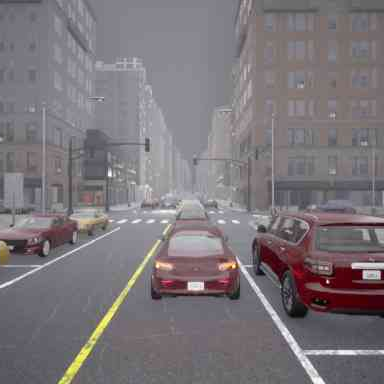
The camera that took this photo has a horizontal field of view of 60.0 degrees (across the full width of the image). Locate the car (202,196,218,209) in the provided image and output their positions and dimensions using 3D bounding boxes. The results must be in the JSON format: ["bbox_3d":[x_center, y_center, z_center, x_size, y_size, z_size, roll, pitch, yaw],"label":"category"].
[{"bbox_3d":[2.631,1.593,45.605,1.802,1.307,4.206,1,0,0],"label":"car"}]

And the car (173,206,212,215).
[{"bbox_3d":[0.046,1.605,17.468,1.895,1.301,4.718,0,0,0],"label":"car"}]

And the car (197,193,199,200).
[{"bbox_3d":[2.611,1.336,68.299,2.192,1.841,5.009,1,0,0],"label":"car"}]

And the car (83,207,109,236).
[{"bbox_3d":[-5.868,1.529,18.416,1.752,1.417,4.829,1,0,0],"label":"car"}]

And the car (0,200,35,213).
[{"bbox_3d":[-16.979,1.397,29.762,5.357,1.411,2.033,1,-1,0],"label":"car"}]

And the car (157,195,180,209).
[{"bbox_3d":[-3.129,1.503,45.517,2.128,1.511,4.902,0,0,1],"label":"car"}]

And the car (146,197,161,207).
[{"bbox_3d":[-5.900,1.558,51.279,1.887,1.381,4.507,1,0,0],"label":"car"}]

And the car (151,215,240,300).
[{"bbox_3d":[0.077,1.528,8.290,1.812,1.442,4.674,0,0,0],"label":"car"}]

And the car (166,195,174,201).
[{"bbox_3d":[-5.940,1.616,90.988,1.802,1.307,4.206,1,0,0],"label":"car"}]

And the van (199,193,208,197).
[{"bbox_3d":[2.616,1.359,62.626,1.690,1.788,3.998,1,0,0],"label":"van"}]

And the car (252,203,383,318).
[{"bbox_3d":[2.671,1.317,7.337,2.192,1.841,5.009,1,0,0],"label":"car"}]

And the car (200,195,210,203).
[{"bbox_3d":[2.625,1.595,51.278,1.802,1.307,4.206,1,0,0],"label":"car"}]

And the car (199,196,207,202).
[{"bbox_3d":[2.597,1.609,79.645,1.802,1.307,4.206,1,0,0],"label":"car"}]

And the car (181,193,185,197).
[{"bbox_3d":[-3.068,1.569,69.469,2.033,1.411,5.357,0,0,0],"label":"car"}]

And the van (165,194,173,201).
[{"bbox_3d":[-5.932,1.372,85.316,1.690,1.788,3.998,1,0,0],"label":"van"}]

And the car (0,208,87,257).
[{"bbox_3d":[-5.862,1.548,12.962,1.887,1.381,4.507,1,0,0],"label":"car"}]

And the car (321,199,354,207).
[{"bbox_3d":[13.568,1.505,32.822,4.553,1.767,2.097,1,-1,0],"label":"car"}]

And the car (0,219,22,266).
[{"bbox_3d":[-5.856,1.527,7.167,1.752,1.417,4.829,1,0,0],"label":"car"}]

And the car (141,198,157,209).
[{"bbox_3d":[-5.895,1.556,45.606,1.887,1.381,4.507,1,0,0],"label":"car"}]

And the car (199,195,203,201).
[{"bbox_3d":[2.620,1.597,56.952,1.802,1.307,4.206,1,0,0],"label":"car"}]

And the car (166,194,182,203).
[{"bbox_3d":[-3.143,1.562,56.124,2.033,1.411,5.357,0,0,0],"label":"car"}]

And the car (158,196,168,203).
[{"bbox_3d":[-5.917,1.602,68.297,1.802,1.307,4.206,1,0,0],"label":"car"}]

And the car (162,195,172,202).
[{"bbox_3d":[-5.927,1.467,79.643,1.967,1.590,4.097,1,0,0],"label":"car"}]
